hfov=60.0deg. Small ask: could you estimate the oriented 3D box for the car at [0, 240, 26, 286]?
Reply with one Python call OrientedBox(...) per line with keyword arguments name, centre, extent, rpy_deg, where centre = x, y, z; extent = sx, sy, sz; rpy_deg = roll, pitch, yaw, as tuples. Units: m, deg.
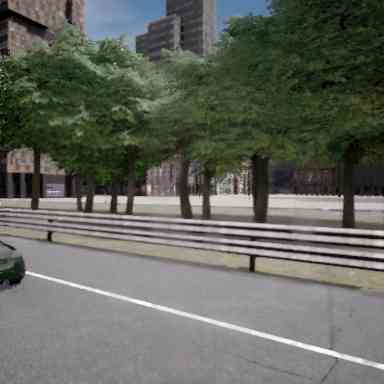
OrientedBox(name="car", centre=(-5.984, 1.561, 8.220), extent=(4.181, 1.385, 1.994), rpy_deg=(0, 0, 35))
